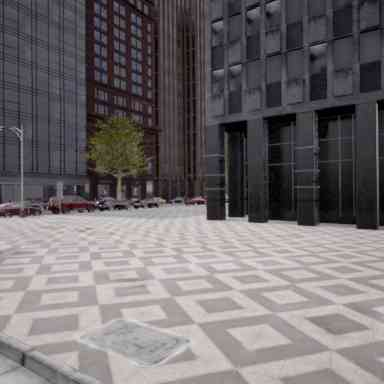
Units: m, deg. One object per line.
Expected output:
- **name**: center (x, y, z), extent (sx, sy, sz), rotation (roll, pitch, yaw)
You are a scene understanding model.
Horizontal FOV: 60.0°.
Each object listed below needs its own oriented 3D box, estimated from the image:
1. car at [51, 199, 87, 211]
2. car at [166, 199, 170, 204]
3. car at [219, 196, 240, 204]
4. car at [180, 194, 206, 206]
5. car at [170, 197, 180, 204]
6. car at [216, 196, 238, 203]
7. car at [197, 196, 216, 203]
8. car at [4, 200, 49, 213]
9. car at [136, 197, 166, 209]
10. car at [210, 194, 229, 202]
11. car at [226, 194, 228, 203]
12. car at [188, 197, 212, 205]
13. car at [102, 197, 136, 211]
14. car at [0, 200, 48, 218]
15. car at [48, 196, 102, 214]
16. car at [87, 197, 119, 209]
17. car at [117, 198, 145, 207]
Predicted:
- **car**: center (-15.997, 1.642, 43.413), extent (1.802, 1.307, 4.206), rotation (-1, 0, 35)
- **car**: center (-6.506, 1.545, 57.212), extent (1.752, 1.417, 4.829), rotation (-1, 0, 35)
- **car**: center (7.001, 1.464, 61.808), extent (1.947, 1.339, 4.313), rotation (-1, 0, 35)
- **car**: center (0.610, 1.463, 52.517), extent (1.887, 1.381, 4.507), rotation (-1, 0, 35)
- **car**: center (-3.214, 1.575, 62.000), extent (1.947, 1.339, 4.313), rotation (-1, 0, 35)
- **car**: center (7.118, 1.470, 66.515), extent (2.033, 1.411, 5.357), rotation (-1, 0, 35)
- **car**: center (3.178, 1.536, 71.293), extent (1.887, 1.381, 4.507), rotation (-1, 0, 35)
- **car**: center (-19.193, 1.642, 38.767), extent (1.947, 1.339, 4.313), rotation (-1, 0, 35)
- **car**: center (-5.781, 1.509, 43.225), extent (1.947, 1.339, 4.313), rotation (-1, 0, 35)
- **car**: center (6.372, 1.297, 75.940), extent (2.192, 1.841, 5.009), rotation (-1, 0, 35)
- **car**: center (3.804, 1.223, 57.164), extent (2.192, 1.841, 5.009), rotation (-1, 0, 35)
- **car**: center (1.455, 1.540, 58.284), extent (1.895, 1.301, 4.718), rotation (-1, 0, 34)
- **car**: center (-8.976, 1.525, 38.579), extent (1.947, 1.339, 4.313), rotation (-1, 0, 35)
- **car**: center (-15.366, 1.576, 29.287), extent (1.802, 1.307, 4.206), rotation (-1, 0, 35)
- **car**: center (-12.173, 1.290, 33.935), extent (2.192, 1.841, 5.009), rotation (-1, 0, 35)
- **car**: center (-12.803, 1.485, 48.060), extent (1.967, 1.590, 4.097), rotation (-1, 0, 35)
- **car**: center (-9.605, 1.613, 52.706), extent (1.802, 1.307, 4.206), rotation (-1, 0, 35)
